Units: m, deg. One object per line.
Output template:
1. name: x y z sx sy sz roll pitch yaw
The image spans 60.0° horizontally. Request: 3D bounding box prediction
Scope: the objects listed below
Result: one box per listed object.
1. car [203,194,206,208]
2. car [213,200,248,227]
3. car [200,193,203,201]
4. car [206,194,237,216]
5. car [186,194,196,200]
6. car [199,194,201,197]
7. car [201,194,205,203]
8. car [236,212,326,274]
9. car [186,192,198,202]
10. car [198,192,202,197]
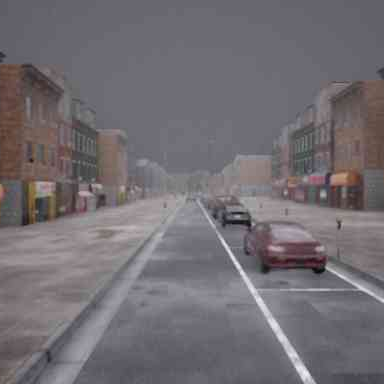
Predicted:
1. car: 2.541 1.286 37.349 1.887 1.381 4.507 0 0 0
2. car: 2.584 1.405 20.949 1.947 1.339 4.313 0 0 0
3. car: 2.513 1.212 48.453 1.752 1.417 4.829 0 0 0
4. car: 2.569 1.119 26.413 2.192 1.841 5.009 0 0 0
5. car: -0.187 1.103 74.615 2.033 1.411 5.357 0 0 0
6. car: 2.500 1.246 53.750 1.802 1.307 4.206 0 0 0
7. car: 2.528 1.279 42.816 1.947 1.339 4.313 0 0 0
8. car: 2.612 1.500 10.015 1.802 1.307 4.206 0 0 0
9. car: -0.162 1.186 64.777 1.994 1.385 4.181 0 0 0
10. car: 2.485 1.082 59.216 1.967 1.590 4.097 0 0 0
